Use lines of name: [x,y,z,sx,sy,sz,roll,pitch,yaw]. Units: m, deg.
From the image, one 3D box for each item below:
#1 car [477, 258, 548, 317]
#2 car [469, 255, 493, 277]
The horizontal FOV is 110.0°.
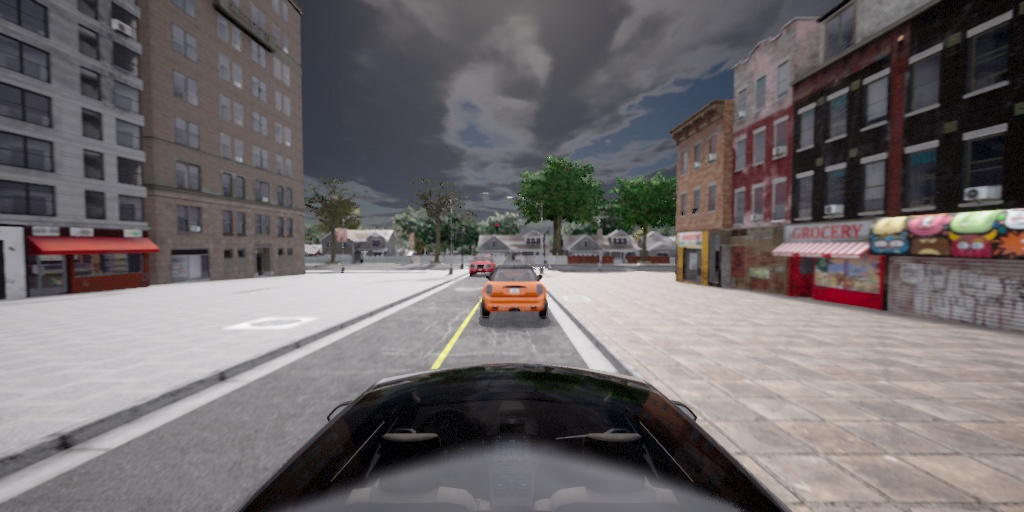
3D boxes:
car: [0.082,1.080,13.137,2.097,1.767,4.553,0,0,0]
car: [-2.836,0.888,35.006,2.150,2.045,5.566,0,0,0]
